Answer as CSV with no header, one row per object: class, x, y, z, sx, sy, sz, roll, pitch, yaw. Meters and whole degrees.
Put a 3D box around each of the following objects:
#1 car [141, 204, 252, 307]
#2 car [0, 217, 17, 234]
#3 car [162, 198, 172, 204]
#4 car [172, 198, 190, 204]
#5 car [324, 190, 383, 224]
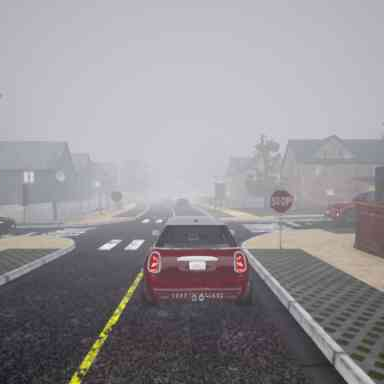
car,0.045,1.352,8.151,2.097,1.767,4.553,0,0,-1
car,-12.622,1.732,18.735,5.008,1.535,1.882,-2,0,-3
car,-5.322,1.896,71.377,1.994,1.385,4.181,0,-1,-13
car,-1.384,1.645,46.383,1.837,1.490,4.892,0,0,-6
car,11.554,0.917,21.517,5.566,2.045,2.150,-1,0,1
